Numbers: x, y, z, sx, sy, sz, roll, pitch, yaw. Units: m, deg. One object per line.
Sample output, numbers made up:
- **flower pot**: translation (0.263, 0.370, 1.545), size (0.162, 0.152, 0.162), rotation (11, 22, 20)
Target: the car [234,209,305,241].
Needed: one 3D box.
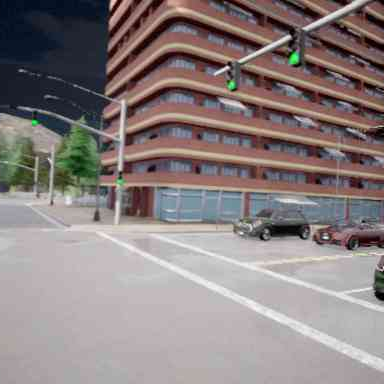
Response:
- **car**: translation (4.612, 1.742, 19.039), size (4.553, 1.767, 2.097), rotation (3, -1, -31)

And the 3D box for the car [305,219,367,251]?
- **car**: translation (8.184, 2.120, 17.094), size (4.181, 1.385, 1.994), rotation (3, -1, -31)

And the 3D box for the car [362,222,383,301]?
- **car**: translation (6.380, 1.739, 7.765), size (4.553, 1.767, 2.097), rotation (3, -1, -31)
